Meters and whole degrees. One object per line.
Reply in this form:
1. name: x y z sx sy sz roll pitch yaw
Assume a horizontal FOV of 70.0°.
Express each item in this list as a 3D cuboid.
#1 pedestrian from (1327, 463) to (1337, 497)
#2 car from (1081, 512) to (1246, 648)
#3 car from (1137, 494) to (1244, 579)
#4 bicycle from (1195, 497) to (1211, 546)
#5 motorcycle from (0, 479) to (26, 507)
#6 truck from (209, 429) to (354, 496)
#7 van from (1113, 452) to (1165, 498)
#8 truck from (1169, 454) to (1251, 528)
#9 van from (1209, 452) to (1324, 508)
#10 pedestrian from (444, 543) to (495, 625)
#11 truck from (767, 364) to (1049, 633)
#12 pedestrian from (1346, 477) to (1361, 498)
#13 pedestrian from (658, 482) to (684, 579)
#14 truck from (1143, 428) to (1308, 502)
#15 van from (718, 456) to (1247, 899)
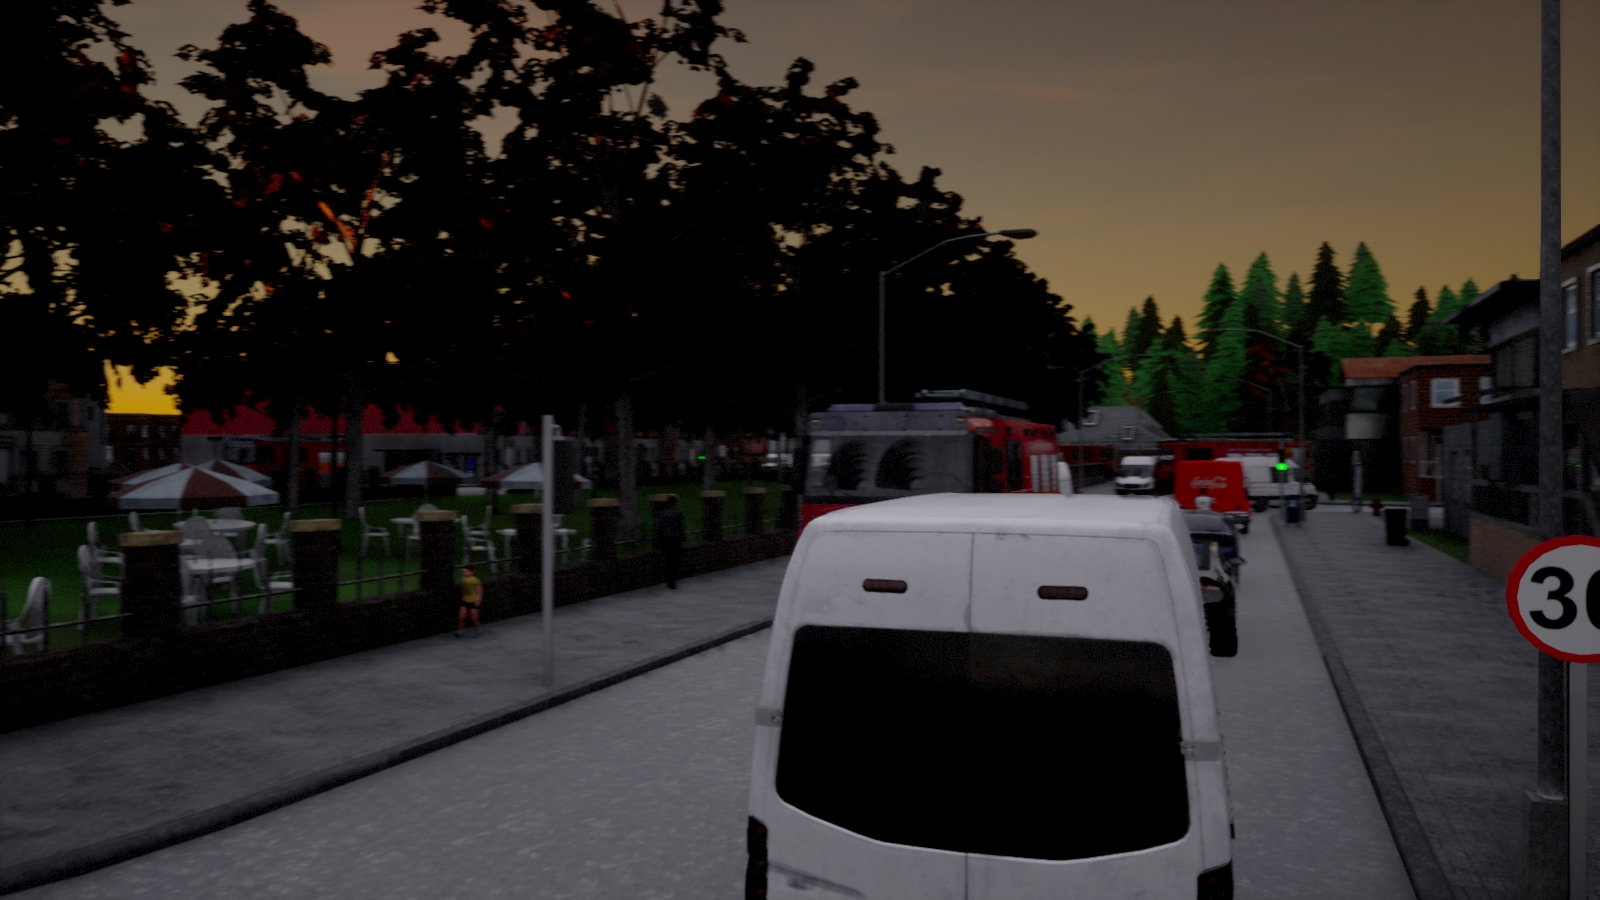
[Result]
1. pedestrian: 29.077 1.624 62.412 0.375 1.860 0.375 0 0 -5
2. car: 5.786 1.856 17.754 2.128 1.511 4.902 0 0 21
3. car: 8.961 1.857 25.949 2.097 1.535 5.006 0 0 21
4. bicycle: 11.329 1.988 32.070 0.373 1.296 1.643 0 0 21
5. motorcycle: -37.562 2.020 53.361 0.867 1.251 2.209 0 0 21
6. truck: -31.468 0.732 69.875 2.891 3.827 8.468 0 0 21
7. van: 19.963 1.425 67.082 1.988 2.561 5.915 0 -1 26
8. truck: 14.758 1.404 40.962 2.627 2.467 5.204 0 -1 21
9. van: 22.279 1.406 54.501 5.915 2.561 1.988 0 -2 -33
10. pedestrian: -4.751 1.914 16.449 0.500 1.100 0.500 0 0 21
11. truck: 2.385 0.700 20.719 2.891 3.827 8.468 0 0 21
12. pedestrian: 29.290 2.002 60.467 0.500 1.100 0.500 0 0 -3
13. pedestrian: -2.514 1.552 22.244 0.375 1.860 0.375 0 0 20
14. truck: 23.212 0.773 62.904 2.891 3.827 8.468 0 0 -33
15. van: 1.539 1.326 7.103 1.988 2.561 5.915 0 0 18
